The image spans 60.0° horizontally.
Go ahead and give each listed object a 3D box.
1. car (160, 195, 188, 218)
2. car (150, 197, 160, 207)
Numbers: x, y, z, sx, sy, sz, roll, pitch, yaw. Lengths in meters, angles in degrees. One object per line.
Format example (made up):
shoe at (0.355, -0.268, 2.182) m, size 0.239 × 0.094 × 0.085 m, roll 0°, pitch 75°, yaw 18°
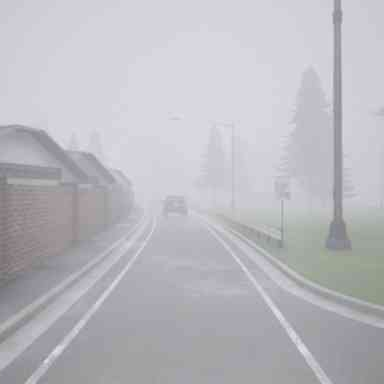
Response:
car at (-1.685, 1.301, 31.785) m, size 2.150 × 2.045 × 5.566 m, roll 0°, pitch 0°, yaw -7°
car at (-5.944, 1.636, 55.521) m, size 2.128 × 1.511 × 4.902 m, roll 0°, pitch 0°, yaw -13°
